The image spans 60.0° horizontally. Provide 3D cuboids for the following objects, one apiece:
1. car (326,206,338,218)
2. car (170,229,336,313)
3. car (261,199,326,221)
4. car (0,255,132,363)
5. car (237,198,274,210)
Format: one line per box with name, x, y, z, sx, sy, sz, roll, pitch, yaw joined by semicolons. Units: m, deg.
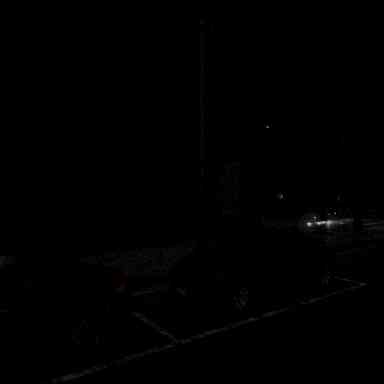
car;10.266;1.481;29.131;1.837;1.490;4.892;0;0;-36
car;1.560;1.566;7.648;4.313;1.339;1.947;0;0;-35
car;7.684;1.532;27.153;2.033;1.411;5.357;0;0;-36
car;-2.878;1.582;4.482;4.206;1.307;1.802;0;0;-35
car;8.164;1.521;43.362;1.895;1.301;4.718;0;0;-36
